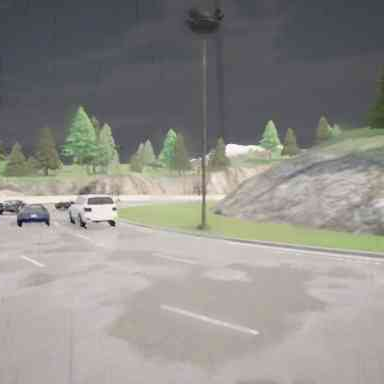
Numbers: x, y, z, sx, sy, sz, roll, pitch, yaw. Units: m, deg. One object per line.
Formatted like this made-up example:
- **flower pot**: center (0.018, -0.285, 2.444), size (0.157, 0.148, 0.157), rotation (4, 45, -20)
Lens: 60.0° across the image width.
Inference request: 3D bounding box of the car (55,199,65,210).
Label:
- **car**: center (-14.913, 1.529, 40.628), size (1.895, 1.301, 4.718), rotation (0, 0, -1)

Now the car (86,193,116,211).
- **car**: center (-11.426, 1.156, 42.058), size (2.150, 2.045, 5.566), rotation (0, 0, 2)

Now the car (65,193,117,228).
- **car**: center (-6.676, 1.188, 22.137), size (2.150, 2.045, 5.566), rotation (0, 0, -30)

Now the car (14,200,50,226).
- **car**: center (-11.110, 1.518, 23.400), size (1.994, 1.385, 4.181), rotation (0, 0, -25)

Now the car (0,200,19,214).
- **car**: center (-17.919, 1.478, 33.754), size (2.033, 1.411, 5.357), rotation (0, 0, -8)
